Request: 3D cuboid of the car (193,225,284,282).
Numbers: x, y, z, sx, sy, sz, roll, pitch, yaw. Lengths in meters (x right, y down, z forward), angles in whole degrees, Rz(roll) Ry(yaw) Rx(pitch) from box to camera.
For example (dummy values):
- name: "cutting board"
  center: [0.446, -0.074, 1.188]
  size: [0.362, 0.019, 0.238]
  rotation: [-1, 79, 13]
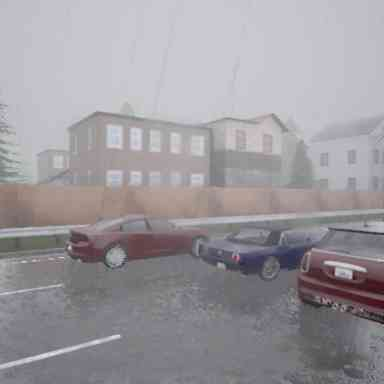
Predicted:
- name: "car"
  center: [2.575, 1.637, 9.881]
  size: [4.718, 1.301, 1.895]
  rotation: [0, 0, -35]

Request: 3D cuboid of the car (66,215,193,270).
- name: "car"
  center: [-1.578, 1.502, 11.218]
  size: [5.008, 1.535, 1.882]
  rotation: [0, 0, -35]

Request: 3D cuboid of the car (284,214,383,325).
- name: "car"
  center: [4.262, 1.385, 6.787]
  size: [4.553, 1.767, 2.097]
  rotation: [0, 0, -35]
